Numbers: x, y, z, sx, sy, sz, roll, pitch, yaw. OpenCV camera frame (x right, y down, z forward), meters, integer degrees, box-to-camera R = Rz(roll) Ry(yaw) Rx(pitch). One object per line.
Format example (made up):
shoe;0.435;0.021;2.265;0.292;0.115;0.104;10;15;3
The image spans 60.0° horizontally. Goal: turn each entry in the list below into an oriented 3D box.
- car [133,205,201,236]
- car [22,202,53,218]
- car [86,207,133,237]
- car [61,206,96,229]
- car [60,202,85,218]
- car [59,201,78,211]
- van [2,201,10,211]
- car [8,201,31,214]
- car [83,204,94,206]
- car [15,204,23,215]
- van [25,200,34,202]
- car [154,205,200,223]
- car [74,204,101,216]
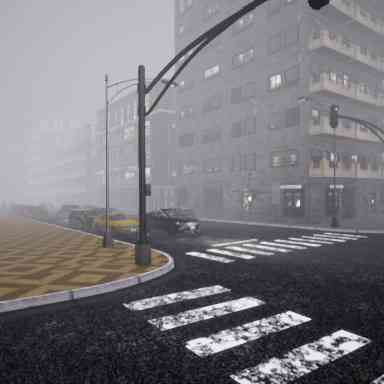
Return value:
car;-1.416;1.775;20.649;2.128;1.511;4.902;-1;-1;-36
car;-18.237;2.262;39.153;1.887;1.381;4.507;-2;0;-36
car;-4.747;1.865;20.792;1.752;1.417;4.829;-2;0;-36
car;-8.194;2.002;25.484;1.947;1.339;4.313;-2;0;-36
car;-13.230;2.118;36.751;1.837;1.490;4.892;-1;-1;-36
car;-21.532;2.367;57.785;1.967;1.590;4.097;-2;0;-36
van;-31.634;2.433;57.378;1.690;1.788;3.998;-2;0;-36
car;-24.933;2.449;48.265;1.887;1.381;4.507;-2;0;-36
car;-7.274;1.994;28.622;2.033;1.411;5.357;-1;-1;-37
car;-21.584;2.392;43.709;1.802;1.307;4.206;-2;0;-36
van;-41.621;2.832;85.123;1.690;1.788;3.998;-2;0;-36
car;-1.443;1.915;30.447;2.008;1.369;4.403;-2;0;-36
car;-13.297;2.224;42.230;1.994;1.385;4.181;-1;-1;-36
